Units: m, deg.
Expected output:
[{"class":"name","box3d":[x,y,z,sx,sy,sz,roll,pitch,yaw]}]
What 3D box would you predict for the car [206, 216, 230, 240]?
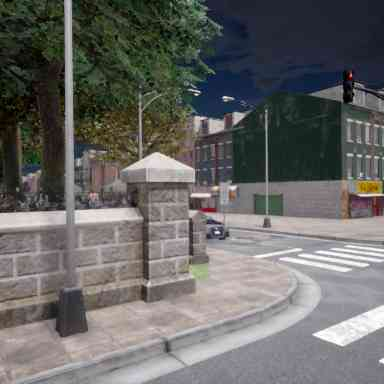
[{"class":"car","box3d":[0.047,1.776,17.416,1.994,1.385,4.181,-1,0,-36]}]
